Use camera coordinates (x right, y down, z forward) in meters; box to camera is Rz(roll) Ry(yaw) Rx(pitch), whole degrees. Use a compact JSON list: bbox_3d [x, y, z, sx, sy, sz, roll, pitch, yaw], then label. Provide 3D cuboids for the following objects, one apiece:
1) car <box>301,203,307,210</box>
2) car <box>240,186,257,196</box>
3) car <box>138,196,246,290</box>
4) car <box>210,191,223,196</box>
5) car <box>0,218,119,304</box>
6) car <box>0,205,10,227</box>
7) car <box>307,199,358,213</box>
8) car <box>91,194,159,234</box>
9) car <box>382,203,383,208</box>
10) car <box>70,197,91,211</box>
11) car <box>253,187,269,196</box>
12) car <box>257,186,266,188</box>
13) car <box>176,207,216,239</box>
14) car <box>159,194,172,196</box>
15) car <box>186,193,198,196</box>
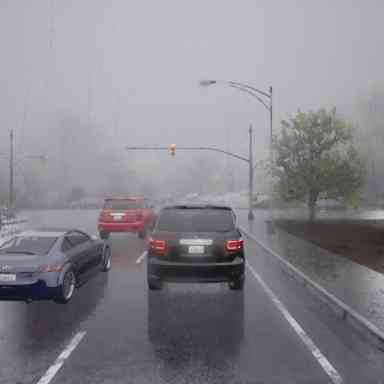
[{"bbox_3d":[16.084,1.549,41.070,4.902,1.511,2.128,-1,0,3],"label":"car"},{"bbox_3d":[13.966,0.093,84.502,2.097,1.767,4.553,0,3,33],"label":"car"},{"bbox_3d":[0.103,1.234,9.233,2.150,2.045,5.566,0,0,0],"label":"car"},{"bbox_3d":[6.332,0.463,85.318,2.128,1.511,4.902,0,3,28],"label":"car"},{"bbox_3d":[-3.405,1.574,8.230,1.994,1.385,4.181,0,0,2],"label":"car"},{"bbox_3d":[-10.505,1.520,14.838,2.128,1.511,4.902,0,0,1],"label":"car"},{"bbox_3d":[15.977,1.646,37.570,4.718,1.301,1.895,-1,0,3],"label":"car"},{"bbox_3d":[-3.282,1.260,17.632,2.150,2.045,5.566,0,0,1],"label":"car"},{"bbox_3d":[25.878,1.350,40.508,4.892,1.490,1.837,-2,0,3],"label":"car"},{"bbox_3d":[-13.413,1.486,43.154,4.553,1.767,2.097,0,-1,-20],"label":"car"},{"bbox_3d":[17.535,0.264,83.629,1.895,1.301,4.718,0,3,33],"label":"car"},{"bbox_3d":[19.646,-0.763,93.035,2.150,2.045,5.566,0,3,38],"label":"car"},{"bbox_3d":[0.249,1.605,18.461,1.994,1.385,4.181,0,0,2],"label":"car"},{"bbox_3d":[-5.101,1.323,58.000,2.150,2.045,5.566,0,1,17],"label":"car"},{"bbox_3d":[-0.187,1.060,72.147,2.097,1.767,4.553,0,2,23],"label":"car"}]
